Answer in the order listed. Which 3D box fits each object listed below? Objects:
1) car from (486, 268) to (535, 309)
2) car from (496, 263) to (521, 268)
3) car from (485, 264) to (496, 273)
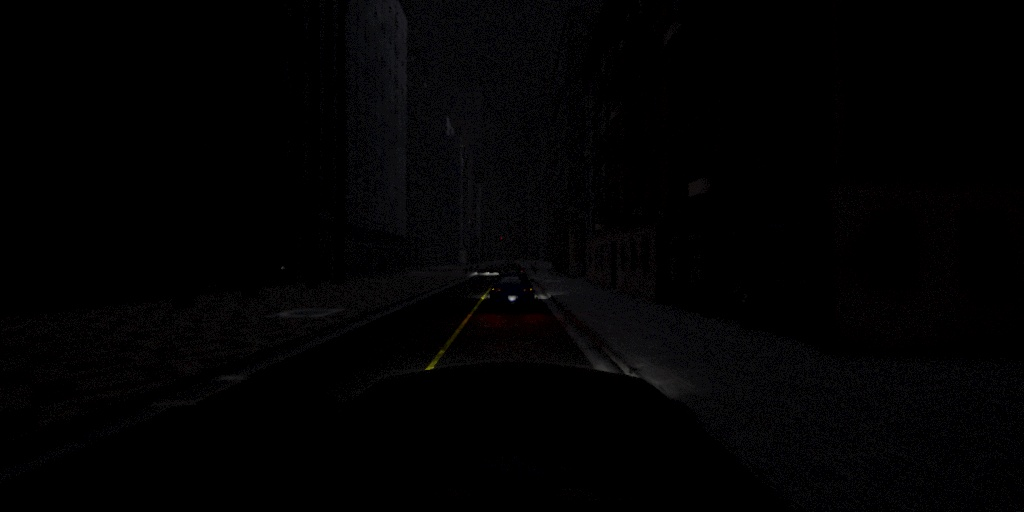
[{"bbox_3d":[0.021,1.417,15.754,1.812,1.442,4.674,0,0,0],"label":"car"},{"bbox_3d":[0.018,1.392,30.281,2.097,1.767,4.553,0,-1,0],"label":"car"},{"bbox_3d":[-3.019,1.866,54.420,1.994,1.385,4.181,0,-1,0],"label":"car"}]
